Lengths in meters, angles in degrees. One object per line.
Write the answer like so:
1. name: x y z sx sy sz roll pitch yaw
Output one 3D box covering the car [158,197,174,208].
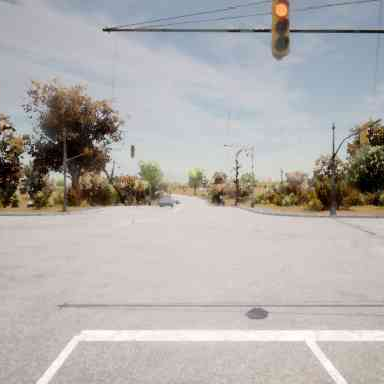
1. car: -3.499 1.446 45.753 2.033 1.411 5.357 0 -2 0
